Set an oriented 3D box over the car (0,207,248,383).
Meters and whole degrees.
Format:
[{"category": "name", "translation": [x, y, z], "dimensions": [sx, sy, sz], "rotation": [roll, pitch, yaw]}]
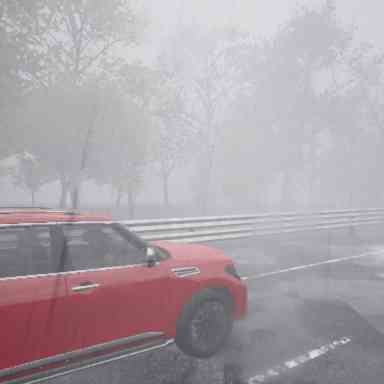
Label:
[{"category": "car", "translation": [-1.809, 1.222, 4.339], "dimensions": [5.566, 2.045, 2.150], "rotation": [0, 0, -35]}]
